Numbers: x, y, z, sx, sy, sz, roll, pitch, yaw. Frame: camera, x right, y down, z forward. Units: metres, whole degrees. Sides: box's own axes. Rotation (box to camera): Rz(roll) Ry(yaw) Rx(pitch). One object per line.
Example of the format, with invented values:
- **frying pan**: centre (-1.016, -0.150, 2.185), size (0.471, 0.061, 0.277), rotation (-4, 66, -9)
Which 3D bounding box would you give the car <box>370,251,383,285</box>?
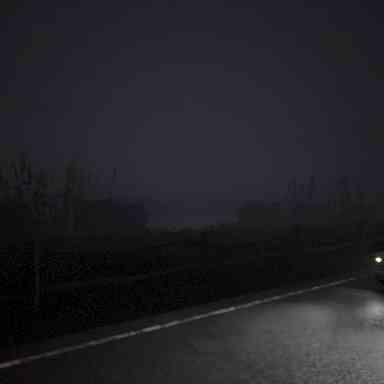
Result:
- **car**: centre (6.601, 1.717, 8.521), size (4.718, 1.301, 1.895), rotation (1, 0, -35)
